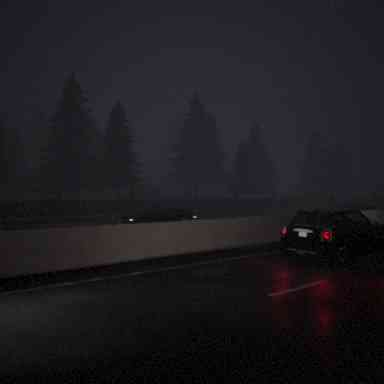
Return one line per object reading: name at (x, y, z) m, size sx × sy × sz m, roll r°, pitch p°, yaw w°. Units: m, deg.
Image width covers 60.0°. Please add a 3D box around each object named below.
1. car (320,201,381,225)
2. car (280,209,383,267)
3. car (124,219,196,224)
car at (12.260, 1.535, 25.635) m, size 4.902 × 1.511 × 2.128 m, roll 0°, pitch 0°, yaw -35°
car at (5.243, 1.371, 11.786) m, size 4.553 × 1.767 × 2.097 m, roll 0°, pitch 0°, yaw -36°
car at (-2.025, 1.508, 19.745) m, size 4.902 × 1.511 × 2.128 m, roll 0°, pitch 0°, yaw -35°
